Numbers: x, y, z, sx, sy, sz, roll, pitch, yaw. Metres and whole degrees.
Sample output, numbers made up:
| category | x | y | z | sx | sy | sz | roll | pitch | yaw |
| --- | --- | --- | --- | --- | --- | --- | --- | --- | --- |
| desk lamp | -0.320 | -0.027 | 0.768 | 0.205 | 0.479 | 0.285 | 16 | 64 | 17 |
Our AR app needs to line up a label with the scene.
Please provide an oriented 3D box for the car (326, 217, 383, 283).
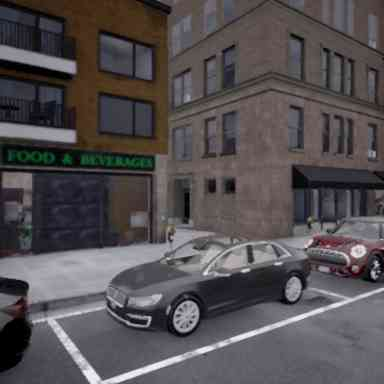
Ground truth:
| category | x | y | z | sx | sy | sz | roll | pitch | yaw |
| --- | --- | --- | --- | --- | --- | --- | --- | --- | --- |
| car | 5.045 | 1.476 | 9.738 | 4.097 | 1.590 | 1.967 | 0 | 0 | -35 |

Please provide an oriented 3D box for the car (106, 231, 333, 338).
| category | x | y | z | sx | sy | sz | roll | pitch | yaw |
| --- | --- | --- | --- | --- | --- | --- | --- | --- | --- |
| car | 0.538 | 1.565 | 6.552 | 4.403 | 1.369 | 2.008 | 0 | 0 | -35 |

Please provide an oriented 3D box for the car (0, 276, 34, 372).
| category | x | y | z | sx | sy | sz | roll | pitch | yaw |
| --- | --- | --- | --- | --- | --- | --- | --- | --- | --- |
| car | -3.968 | 1.561 | 3.367 | 4.313 | 1.339 | 1.947 | 0 | 0 | -35 |
